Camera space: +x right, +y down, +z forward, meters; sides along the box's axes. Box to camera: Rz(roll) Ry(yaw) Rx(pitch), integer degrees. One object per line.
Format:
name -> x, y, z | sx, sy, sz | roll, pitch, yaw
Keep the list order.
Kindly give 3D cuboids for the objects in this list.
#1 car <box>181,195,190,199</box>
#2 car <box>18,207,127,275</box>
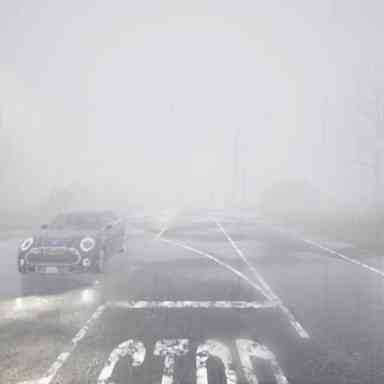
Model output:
car -> -1.800, 1.412, 93.112 | 1.895, 1.301, 4.718 | 0, 0, 7
car -> -3.482, 1.335, 10.500 | 2.097, 1.767, 4.553 | 0, 0, 0
